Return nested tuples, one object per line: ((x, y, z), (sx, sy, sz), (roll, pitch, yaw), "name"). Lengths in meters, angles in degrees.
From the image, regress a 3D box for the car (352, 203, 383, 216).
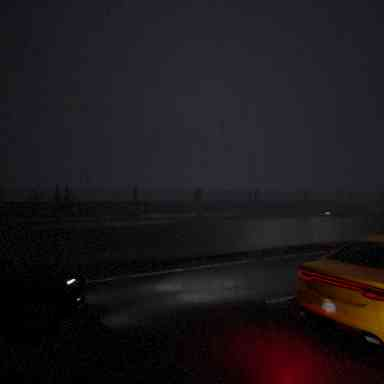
((16.190, 1.817, 27.218), (5.357, 1.411, 2.033), (1, 0, -19), "car")

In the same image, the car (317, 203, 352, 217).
((13.631, 1.771, 29.968), (4.892, 1.490, 1.837), (1, 0, -19), "car")

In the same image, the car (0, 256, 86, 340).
((-4.134, 1.489, 4.936), (4.902, 1.511, 2.128), (1, 0, -35), "car")

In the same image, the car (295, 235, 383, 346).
((4.111, 1.541, 6.127), (5.008, 1.535, 1.882), (1, 0, -31), "car")
